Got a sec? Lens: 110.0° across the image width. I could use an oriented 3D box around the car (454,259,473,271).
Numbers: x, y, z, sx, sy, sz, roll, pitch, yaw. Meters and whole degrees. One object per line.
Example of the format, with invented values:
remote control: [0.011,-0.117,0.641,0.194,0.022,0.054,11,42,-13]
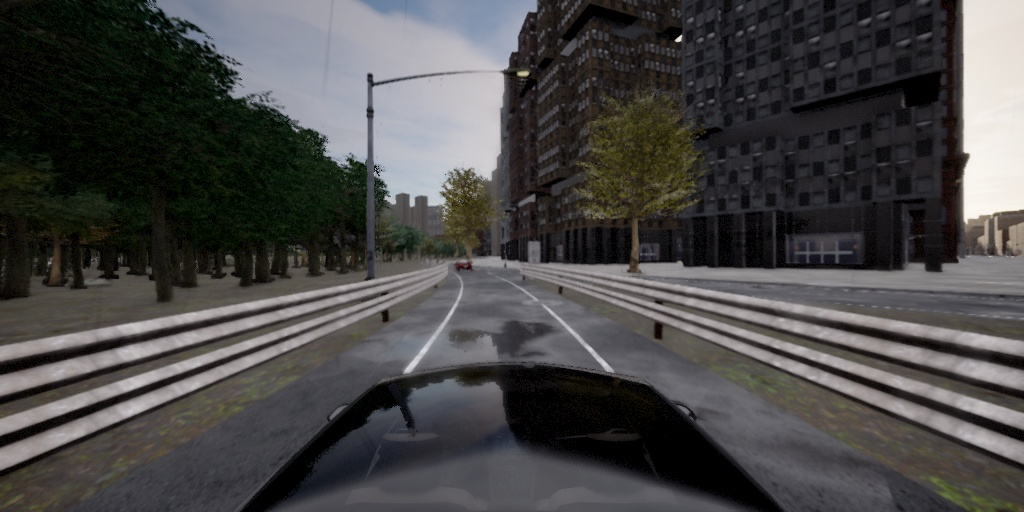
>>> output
car: [-6.416,1.162,47.101,1.882,1.535,5.008,0,0,-16]
